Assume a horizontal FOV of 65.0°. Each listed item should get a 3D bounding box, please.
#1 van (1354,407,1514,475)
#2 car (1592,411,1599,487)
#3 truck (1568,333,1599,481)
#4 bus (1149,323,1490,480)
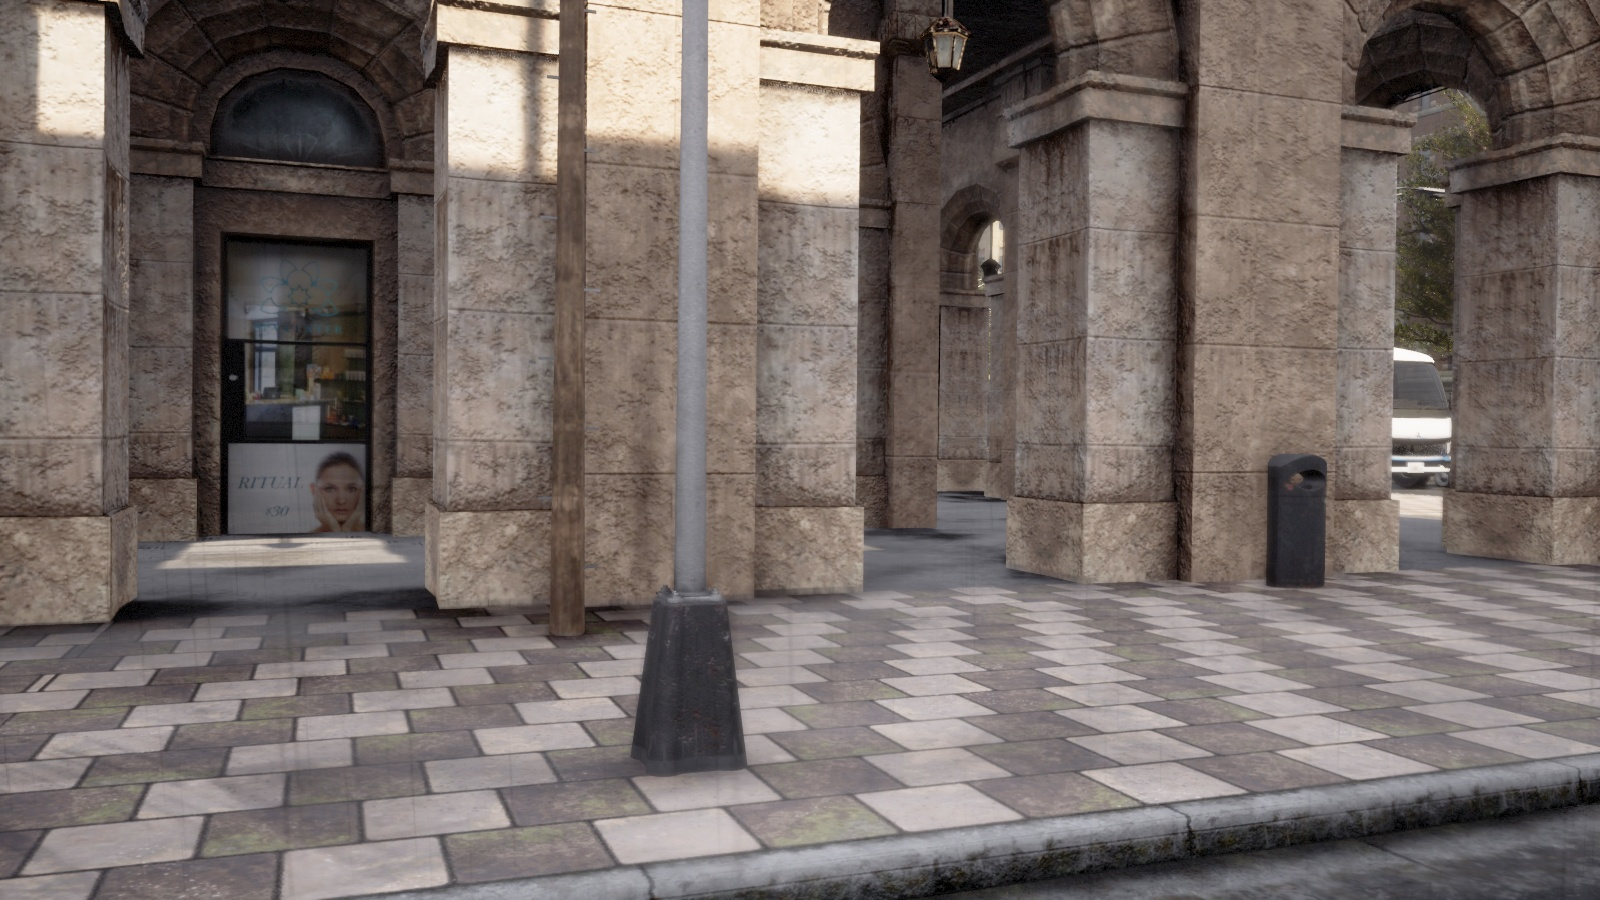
[{"bbox_3d":[19.684,-0.300,39.214,1.775,1.987,4.442,-1,1,-21],"label":"van"},{"bbox_3d":[20.346,-0.014,27.671,2.097,1.767,4.553,-1,1,-20],"label":"car"},{"bbox_3d":[23.223,-1.103,29.850,2.891,3.827,8.468,-1,1,-21],"label":"truck"},{"bbox_3d":[15.800,-1.393,39.535,3.944,4.253,10.273,-1,1,-21],"label":"bus"}]
